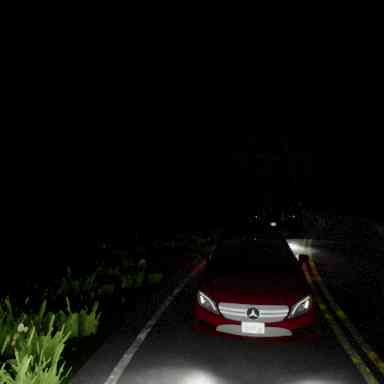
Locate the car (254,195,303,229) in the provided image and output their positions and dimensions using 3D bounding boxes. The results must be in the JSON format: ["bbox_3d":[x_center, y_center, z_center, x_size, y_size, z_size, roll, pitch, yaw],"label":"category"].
[{"bbox_3d":[5.006,1.214,18.856,2.150,2.045,5.566,-2,-1,22],"label":"car"}]

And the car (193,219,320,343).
[{"bbox_3d":[1.232,1.534,6.686,1.812,1.442,4.674,-1,0,11],"label":"car"}]
